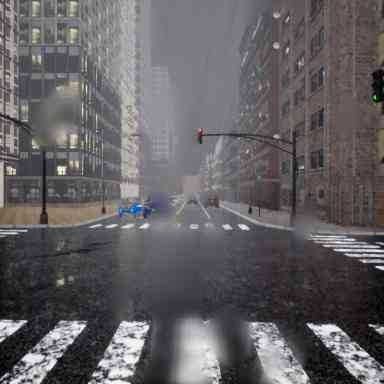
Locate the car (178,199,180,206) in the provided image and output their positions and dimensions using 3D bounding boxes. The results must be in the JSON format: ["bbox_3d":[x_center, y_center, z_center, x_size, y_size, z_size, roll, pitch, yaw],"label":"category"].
[{"bbox_3d":[-3.019,1.544,53.887,1.812,1.442,4.674,0,0,0],"label":"car"}]

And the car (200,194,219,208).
[{"bbox_3d":[2.737,1.329,47.255,2.192,1.841,5.009,0,0,0],"label":"car"}]

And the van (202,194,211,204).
[{"bbox_3d":[2.754,1.366,63.908,1.690,1.788,3.998,0,0,0],"label":"van"}]

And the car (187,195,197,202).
[{"bbox_3d":[0.074,1.419,70.105,2.033,1.411,5.357,0,0,0],"label":"car"}]

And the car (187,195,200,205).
[{"bbox_3d":[0.065,1.623,60.129,1.895,1.301,4.718,0,0,0],"label":"car"}]

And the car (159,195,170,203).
[{"bbox_3d":[-5.620,1.469,69.466,1.967,1.590,4.097,0,0,0],"label":"car"}]

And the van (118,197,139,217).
[{"bbox_3d":[-5.660,1.347,30.609,1.690,1.788,3.998,0,0,0],"label":"van"}]

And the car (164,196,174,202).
[{"bbox_3d":[-5.609,1.589,80.568,2.008,1.369,4.403,0,0,0],"label":"car"}]

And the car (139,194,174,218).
[{"bbox_3d":[-3.077,1.227,30.279,2.150,2.045,5.566,0,0,0],"label":"car"}]

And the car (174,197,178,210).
[{"bbox_3d":[-3.057,1.611,40.621,1.895,1.301,4.718,0,0,0],"label":"car"}]

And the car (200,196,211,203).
[{"bbox_3d":[2.761,1.579,69.458,2.008,1.369,4.403,0,0,0],"label":"car"}]

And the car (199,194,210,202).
[{"bbox_3d":[2.765,1.348,75.009,2.192,1.841,5.009,0,0,0],"label":"car"}]

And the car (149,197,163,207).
[{"bbox_3d":[-5.637,1.542,52.643,1.752,1.417,4.829,0,0,0],"label":"car"}]
